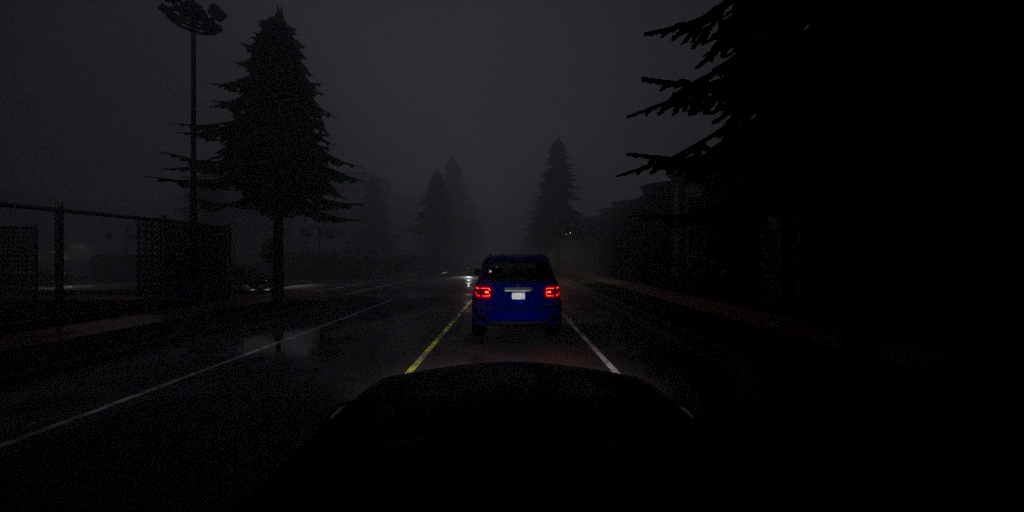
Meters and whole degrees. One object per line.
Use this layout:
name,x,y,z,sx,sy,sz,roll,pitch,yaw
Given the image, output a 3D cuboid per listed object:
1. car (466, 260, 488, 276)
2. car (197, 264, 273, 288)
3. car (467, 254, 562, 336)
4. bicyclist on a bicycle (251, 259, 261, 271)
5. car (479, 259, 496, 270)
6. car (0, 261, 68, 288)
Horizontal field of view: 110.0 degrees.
car,-3.599,1.253,37.976,1.837,1.490,4.892,0,0,0
car,-17.826,1.276,23.502,4.892,1.490,1.837,0,0,0
car,0.047,0.971,10.529,2.150,2.045,5.566,0,0,-2
bicyclist on a bicycle,-23.273,1.072,32.511,0.582,1.620,1.656,0,0,0
car,-3.594,1.240,53.125,2.128,1.511,4.902,0,0,0
car,-32.427,1.123,23.628,4.553,1.767,2.097,0,0,1
